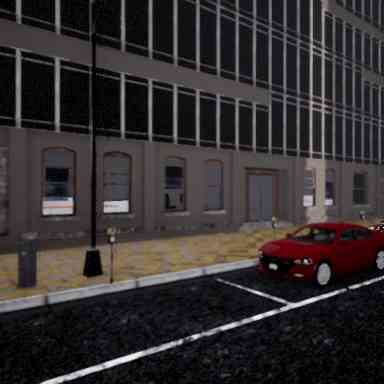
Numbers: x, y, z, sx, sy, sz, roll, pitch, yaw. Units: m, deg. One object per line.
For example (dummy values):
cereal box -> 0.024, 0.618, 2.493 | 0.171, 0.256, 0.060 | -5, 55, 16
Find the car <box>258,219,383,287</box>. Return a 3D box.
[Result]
car -> 3.778, 1.533, 9.267 | 4.507, 1.381, 1.887 | 0, 0, -36
